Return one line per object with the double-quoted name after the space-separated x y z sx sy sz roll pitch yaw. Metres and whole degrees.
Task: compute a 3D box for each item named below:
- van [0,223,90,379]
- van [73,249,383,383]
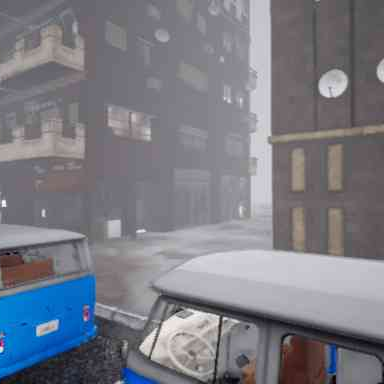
-3.216 1.380 5.005 3.998 1.788 1.690 -1 0 35 "van"
1.344 1.339 1.763 3.998 1.788 1.690 -1 0 35 "van"
